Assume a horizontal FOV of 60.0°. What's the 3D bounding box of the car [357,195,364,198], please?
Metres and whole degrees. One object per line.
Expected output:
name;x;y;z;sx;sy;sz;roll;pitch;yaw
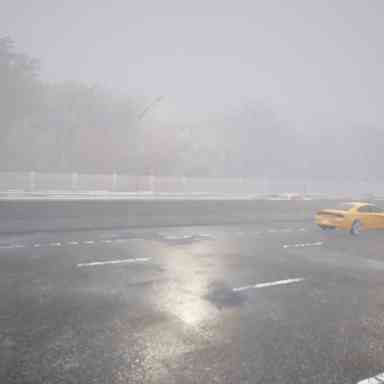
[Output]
car;23.519;1.083;44.557;5.357;1.411;2.033;1;1;-27

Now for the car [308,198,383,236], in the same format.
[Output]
car;8.591;1.281;17.067;5.008;1.535;1.882;1;1;-27

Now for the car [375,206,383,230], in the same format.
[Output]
car;10.308;1.376;14.016;5.008;1.535;1.882;1;1;-27

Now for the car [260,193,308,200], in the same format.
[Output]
car;9.692;0.968;33.489;5.008;1.535;1.882;1;1;-27

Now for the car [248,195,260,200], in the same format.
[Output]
car;8.314;0.905;36.713;4.892;1.490;1.837;1;1;-27

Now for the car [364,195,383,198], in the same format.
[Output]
car;23.904;1.121;40.845;4.892;1.490;1.837;0;2;-27
